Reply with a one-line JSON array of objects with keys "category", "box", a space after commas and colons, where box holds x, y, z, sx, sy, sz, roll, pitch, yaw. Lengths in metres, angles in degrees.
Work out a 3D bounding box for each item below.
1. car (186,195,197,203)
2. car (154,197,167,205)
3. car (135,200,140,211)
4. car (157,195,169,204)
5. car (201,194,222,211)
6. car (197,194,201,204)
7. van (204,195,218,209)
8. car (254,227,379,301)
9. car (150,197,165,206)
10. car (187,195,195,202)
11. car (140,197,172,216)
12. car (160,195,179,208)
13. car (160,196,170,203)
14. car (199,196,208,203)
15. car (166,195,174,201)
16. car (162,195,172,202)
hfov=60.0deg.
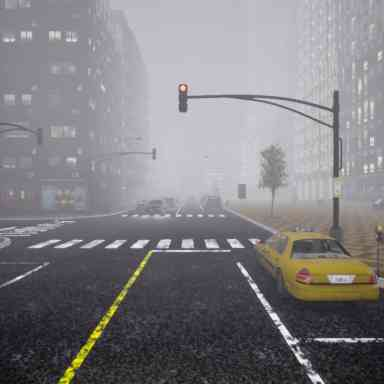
[{"category": "car", "box": [-0.202, 1.612, 69.692, 1.994, 1.385, 4.181, 0, 0, 0]}, {"category": "car", "box": [-5.875, 1.592, 62.588, 1.887, 1.381, 4.507, 0, 0, 0]}, {"category": "car", "box": [-5.810, 1.568, 40.483, 2.008, 1.369, 4.403, 0, 0, 0]}, {"category": "car", "box": [-5.892, 1.497, 68.116, 1.967, 1.590, 4.097, 0, 0, 0]}, {"category": "car", "box": [2.568, 1.332, 40.507, 2.192, 1.841, 5.009, 0, 0, 0]}, {"category": "car", "box": [2.504, 1.362, 62.613, 2.192, 1.841, 5.009, 0, 0, 0]}, {"category": "van", "box": [2.552, 1.364, 46.033, 1.690, 1.788, 3.998, 0, 0, 0]}, {"category": "car", "box": [2.663, 1.526, 8.264, 1.752, 1.417, 4.829, 0, 0, 0]}, {"category": "car", "box": [-5.859, 1.588, 57.062, 2.008, 1.369, 4.403, 0, 0, 0]}, {"category": "car", "box": [-0.230, 1.469, 79.693, 1.882, 1.535, 5.008, 0, 0, 0]}, {"category": "car", "box": [-3.521, 1.516, 33.376, 1.837, 1.490, 4.892, 0, 0, 5]}, {"category": "car", "box": [-3.237, 1.525, 48.129, 1.837, 1.490, 4.892, 0, 1, 0]}, {"category": "car", "box": [-5.907, 1.648, 73.643, 1.802, 1.307, 4.206, 0, 0, 0]}, {"category": "car", "box": [2.473, 1.611, 73.667, 1.887, 1.381, 4.507, 0, 0, 0]}, {"category": "car", "box": [-5.954, 1.624, 90.052, 1.752, 1.417, 4.829, 0, 0, 0]}, {"category": "car", "box": [-5.924, 1.517, 79.169, 1.967, 1.590, 4.097, 0, 0, 0]}]
